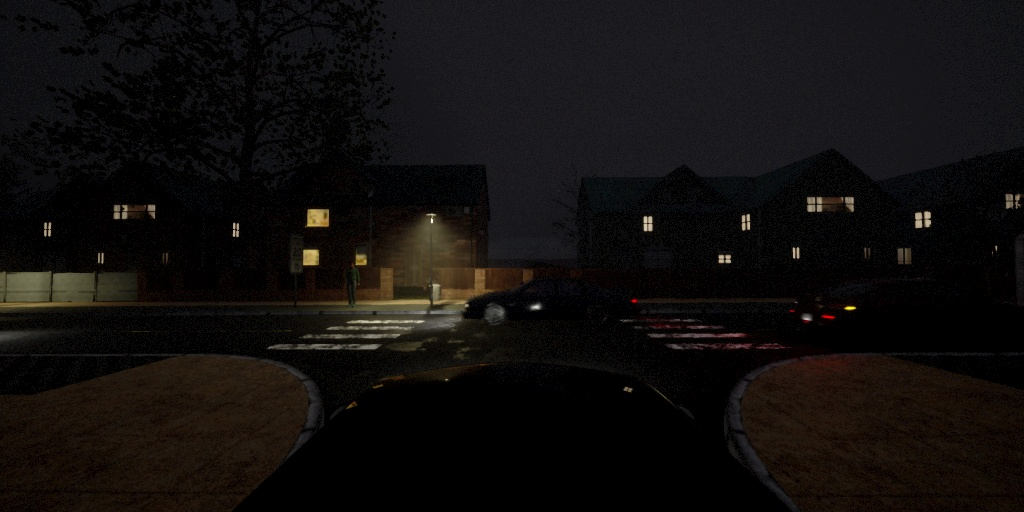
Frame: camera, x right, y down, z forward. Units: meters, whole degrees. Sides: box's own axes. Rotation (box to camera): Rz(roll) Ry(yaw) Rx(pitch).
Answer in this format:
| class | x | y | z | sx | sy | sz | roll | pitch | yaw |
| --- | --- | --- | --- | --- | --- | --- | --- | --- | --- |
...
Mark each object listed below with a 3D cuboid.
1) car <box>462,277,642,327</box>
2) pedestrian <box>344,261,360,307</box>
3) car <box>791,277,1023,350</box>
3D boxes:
| class | x | y | z | sx | sy | sz | roll | pitch | yaw |
| --- | --- | --- | --- | --- | --- | --- | --- | --- | --- |
| car | 1.193 | 1.375 | 11.327 | 5.357 | 1.411 | 2.033 | -1 | -1 | 2 |
| pedestrian | -6.467 | 1.113 | 14.482 | 0.375 | 1.860 | 0.375 | 0 | -1 | 2 |
| car | 9.045 | 1.204 | 8.146 | 4.674 | 1.442 | 1.812 | 0 | -1 | 2 |
